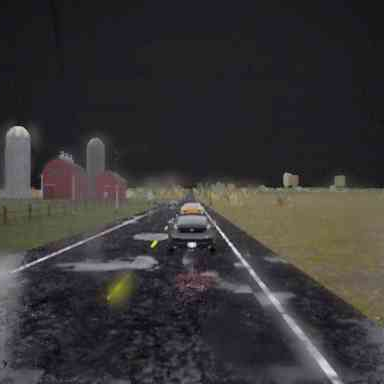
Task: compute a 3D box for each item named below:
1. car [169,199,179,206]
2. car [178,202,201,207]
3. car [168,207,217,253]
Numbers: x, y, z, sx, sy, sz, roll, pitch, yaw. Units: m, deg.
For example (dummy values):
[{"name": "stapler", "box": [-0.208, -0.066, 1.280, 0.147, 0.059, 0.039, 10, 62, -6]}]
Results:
[{"name": "car", "box": [-3.486, 2.133, 65.421, 1.994, 1.385, 4.181, 0, -1, 0]}, {"name": "car", "box": [0.013, 1.746, 29.474, 1.882, 1.535, 5.008, 0, 0, 0]}, {"name": "car", "box": [0.008, 1.640, 14.301, 1.837, 1.490, 4.892, 0, 0, 0]}]
